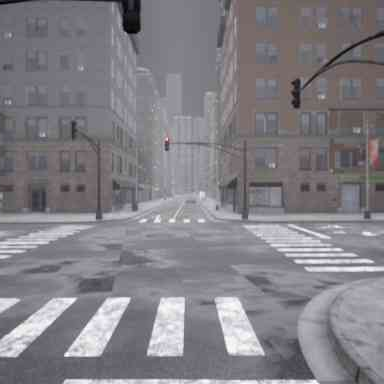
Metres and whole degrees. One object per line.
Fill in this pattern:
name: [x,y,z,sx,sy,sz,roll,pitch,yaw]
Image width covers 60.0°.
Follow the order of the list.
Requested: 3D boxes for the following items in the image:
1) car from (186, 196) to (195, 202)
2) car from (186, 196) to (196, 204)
car: [-0.347,1.456,73.942,1.895,1.301,4.718,0,0,0]
car: [-0.282,1.625,63.937,1.895,1.301,4.718,0,0,0]
